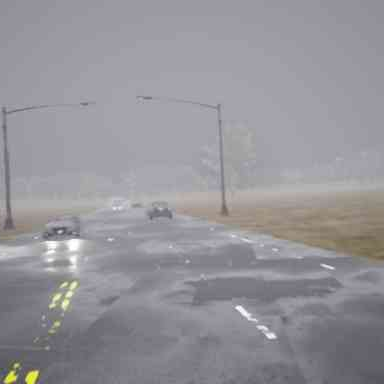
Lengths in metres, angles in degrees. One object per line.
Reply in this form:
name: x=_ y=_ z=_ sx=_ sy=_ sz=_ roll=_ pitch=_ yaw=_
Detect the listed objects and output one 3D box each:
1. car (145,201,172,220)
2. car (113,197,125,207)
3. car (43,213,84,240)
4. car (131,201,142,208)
car: x=-3.280 y=1.652 z=31.908 sx=2.097 sy=1.767 sz=4.553 roll=-3 pitch=0 yaw=-13
car: x=-16.785 y=2.512 z=74.422 sx=2.128 sy=1.511 sz=4.902 roll=-3 pitch=0 yaw=-13
car: x=-7.761 y=2.036 z=20.387 sx=1.994 sy=1.385 sz=4.181 roll=-3 pitch=0 yaw=-13
car: x=-10.610 y=2.325 z=63.371 sx=1.895 sy=1.301 sz=4.718 roll=-3 pitch=0 yaw=-13
